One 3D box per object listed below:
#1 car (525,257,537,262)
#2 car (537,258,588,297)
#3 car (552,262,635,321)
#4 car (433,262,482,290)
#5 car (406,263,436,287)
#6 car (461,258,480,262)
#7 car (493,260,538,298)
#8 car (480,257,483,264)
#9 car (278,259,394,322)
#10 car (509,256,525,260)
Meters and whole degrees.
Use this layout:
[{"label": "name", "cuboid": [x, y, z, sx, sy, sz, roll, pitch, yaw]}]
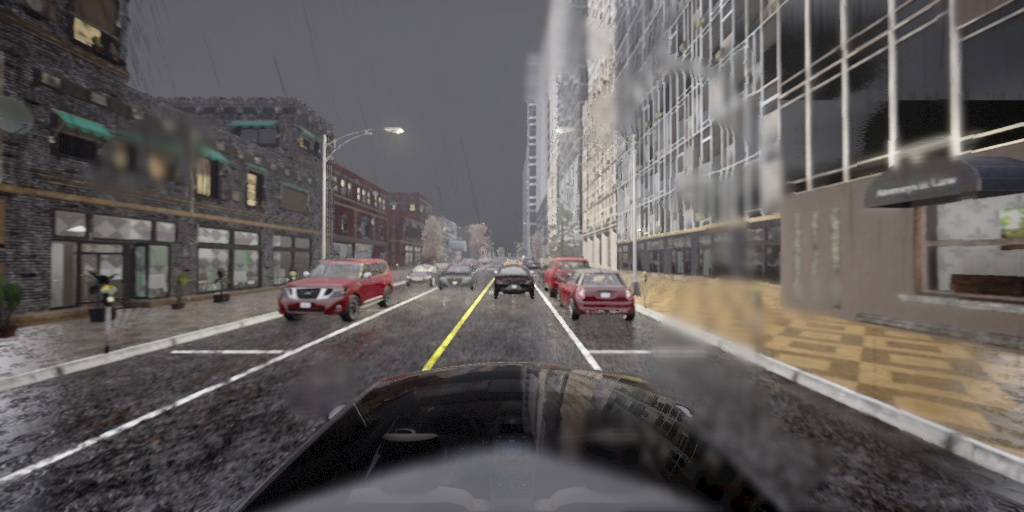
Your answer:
[{"label": "car", "cuboid": [2.689, 1.153, 46.183, 1.948, 1.339, 4.313, 0, 0, 0]}, {"label": "car", "cuboid": [2.689, 1.004, 17.964, 2.192, 1.841, 5.009, 0, 0, 0]}, {"label": "car", "cuboid": [2.690, 1.150, 12.320, 1.967, 1.591, 4.097, 0, 0, 0]}, {"label": "car", "cuboid": [-3.098, 1.241, 21.407, 1.994, 1.385, 4.181, 0, 0, 0]}, {"label": "car", "cuboid": [-5.691, 1.219, 23.663, 2.007, 1.370, 4.403, 0, 0, 0]}, {"label": "car", "cuboid": [-5.692, 1.027, 46.239, 1.967, 1.591, 4.097, 0, 0, 0]}, {"label": "car", "cuboid": [0.094, 1.166, 18.136, 1.882, 1.535, 5.008, 0, 0, 0]}, {"label": "car", "cuboid": [-5.692, 1.133, 51.883, 1.948, 1.339, 4.313, 0, 0, 0]}, {"label": "car", "cuboid": [-5.691, 1.025, 12.376, 2.192, 1.841, 5.009, 0, 0, 0]}, {"label": "car", "cuboid": [0.096, 1.089, 39.427, 1.882, 1.535, 5.008, 0, 0, 0]}]
